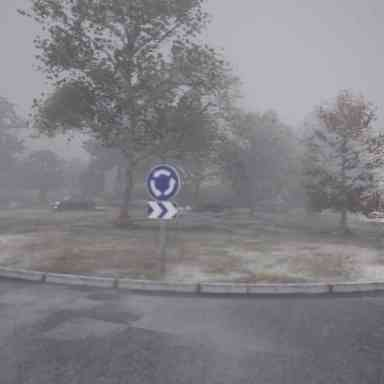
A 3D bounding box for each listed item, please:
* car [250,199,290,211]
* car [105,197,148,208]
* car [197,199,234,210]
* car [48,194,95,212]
[{"bbox_3d":[9.829,1.605,42.184,4.892,1.490,1.837,1,0,26],"label":"car"},{"bbox_3d":[-8.146,1.271,42.100,5.357,1.411,2.033,1,0,-23],"label":"car"},{"bbox_3d":[2.783,1.556,40.839,4.718,1.301,1.895,1,0,8],"label":"car"},{"bbox_3d":[-12.545,1.082,34.729,2.097,1.767,4.553,1,1,44],"label":"car"}]
